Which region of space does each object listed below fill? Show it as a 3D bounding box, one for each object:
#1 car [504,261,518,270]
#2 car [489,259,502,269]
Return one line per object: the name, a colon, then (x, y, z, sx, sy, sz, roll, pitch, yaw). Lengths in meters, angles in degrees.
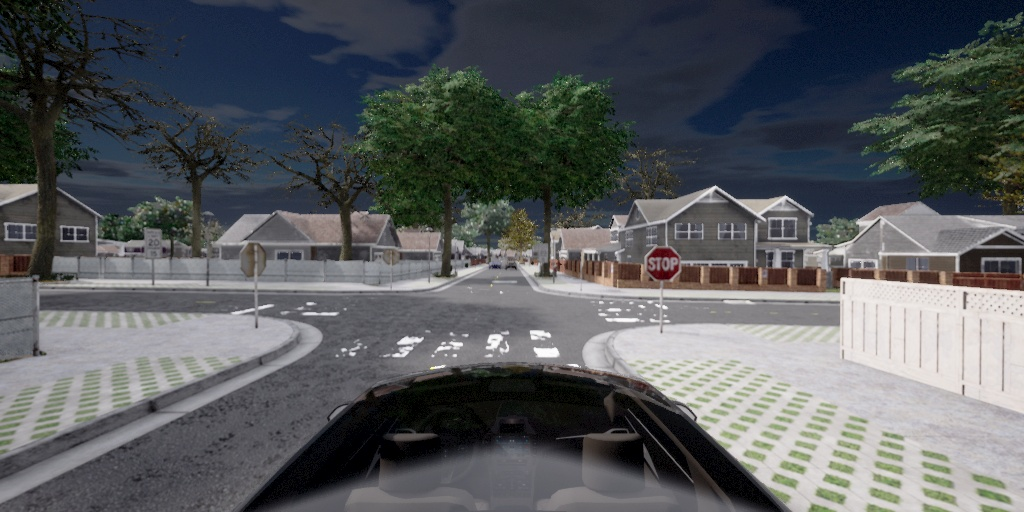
car: (-0.151, 1.503, 57.300, 1.837, 1.490, 4.892, 0, 0, 0)
car: (-2.915, 1.381, 62.353, 2.097, 1.767, 4.553, 0, 0, 0)
